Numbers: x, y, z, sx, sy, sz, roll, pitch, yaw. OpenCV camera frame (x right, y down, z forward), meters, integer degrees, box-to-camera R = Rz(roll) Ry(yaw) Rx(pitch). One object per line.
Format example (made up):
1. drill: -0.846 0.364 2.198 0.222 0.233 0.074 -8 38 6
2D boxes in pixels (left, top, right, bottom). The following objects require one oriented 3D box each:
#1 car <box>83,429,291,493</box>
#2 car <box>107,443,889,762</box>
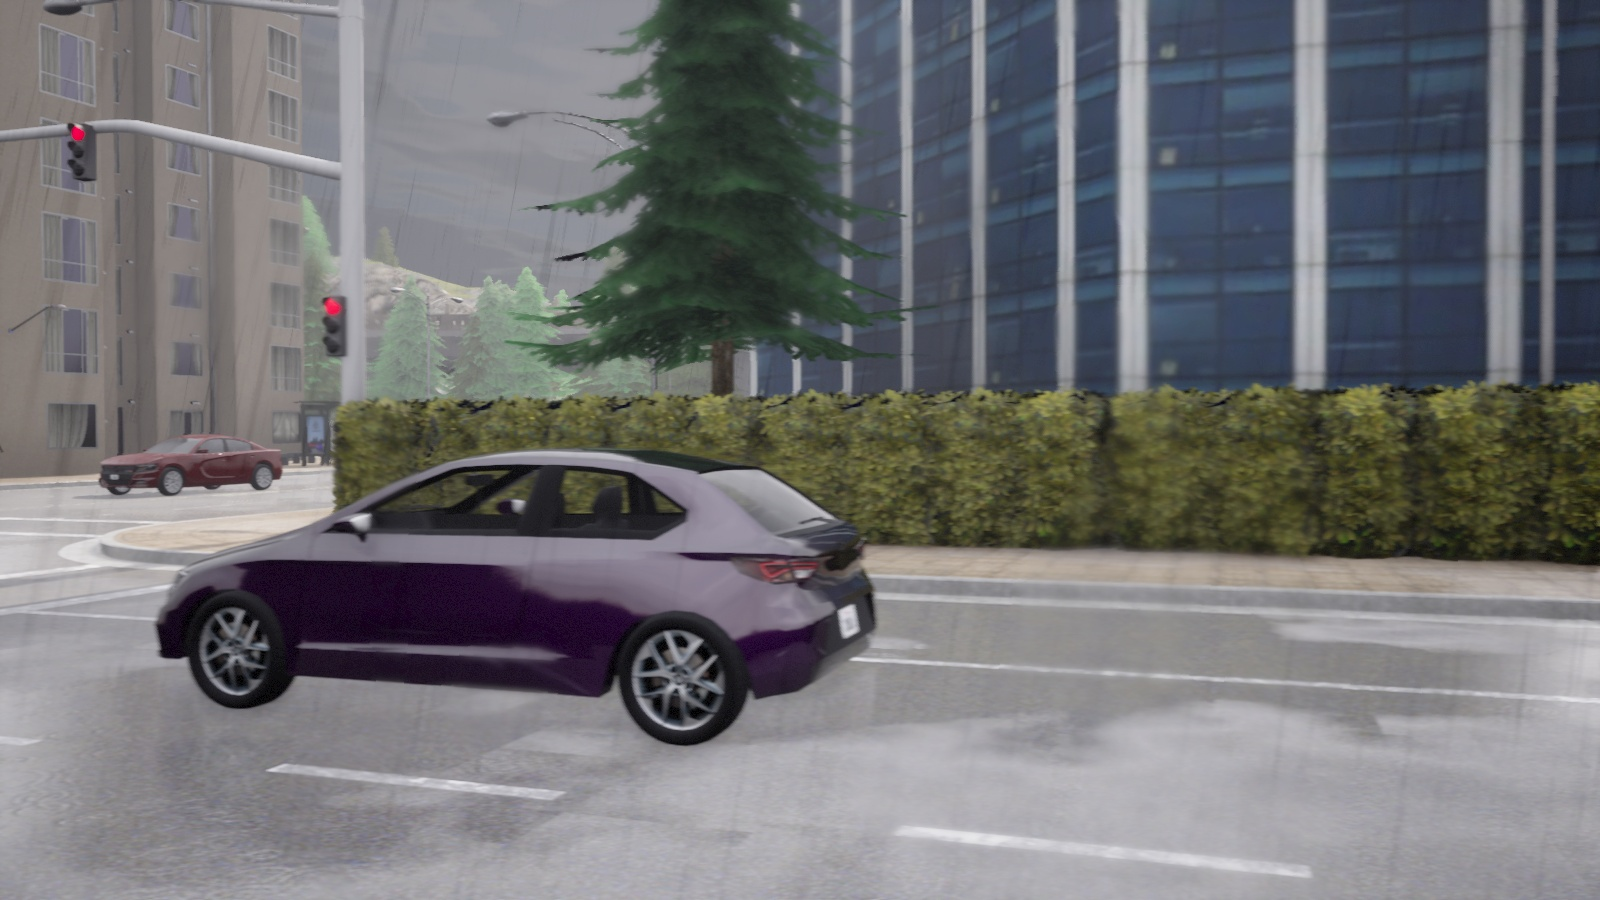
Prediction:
1. car: -15.844 0.219 32.811 1.882 1.535 5.008 1 1 19
2. car: -1.735 0.714 7.470 4.193 1.474 1.816 1 1 19
